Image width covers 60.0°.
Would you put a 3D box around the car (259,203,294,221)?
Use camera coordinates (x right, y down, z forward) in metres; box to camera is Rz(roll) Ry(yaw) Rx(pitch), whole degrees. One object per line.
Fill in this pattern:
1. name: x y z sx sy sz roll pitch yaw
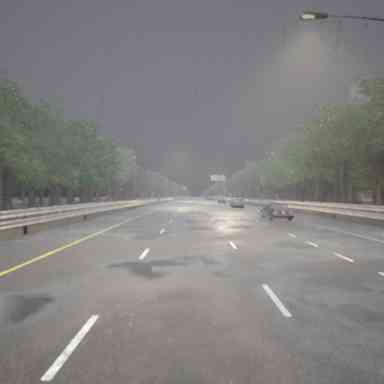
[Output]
1. car: 7.040 1.657 28.035 2.033 1.411 5.357 0 0 0

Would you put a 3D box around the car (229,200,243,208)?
1. car: 7.155 1.941 54.070 1.994 1.385 4.181 0 -1 0

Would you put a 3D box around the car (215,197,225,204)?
1. car: 7.382 2.250 84.446 1.812 1.442 4.674 0 -1 1
